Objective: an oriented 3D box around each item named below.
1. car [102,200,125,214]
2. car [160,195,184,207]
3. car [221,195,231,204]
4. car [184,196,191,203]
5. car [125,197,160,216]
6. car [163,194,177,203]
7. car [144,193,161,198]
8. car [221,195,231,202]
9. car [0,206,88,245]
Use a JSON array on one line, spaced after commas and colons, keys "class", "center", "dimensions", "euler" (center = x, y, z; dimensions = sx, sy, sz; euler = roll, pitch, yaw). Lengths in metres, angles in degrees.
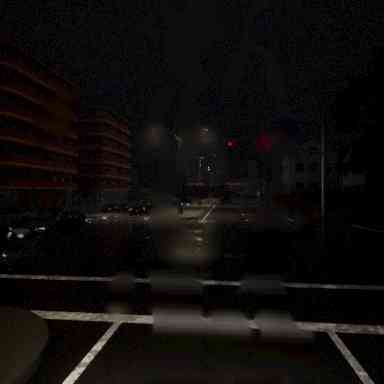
[{"class": "car", "center": [-8.104, 1.564, 35.574], "dimensions": [1.994, 1.385, 4.181], "euler": [0, 0, 6]}, {"class": "car", "center": [-2.994, 1.547, 51.033], "dimensions": [2.033, 1.411, 5.357], "euler": [0, 0, 6]}, {"class": "car", "center": [6.743, 1.504, 65.602], "dimensions": [1.837, 1.490, 4.892], "euler": [0, 0, 6]}, {"class": "car", "center": [-1.252, 1.551, 67.122], "dimensions": [2.033, 1.411, 5.357], "euler": [0, 0, 6]}, {"class": "car", "center": [-4.831, 1.505, 32.999], "dimensions": [1.837, 1.490, 4.892], "euler": [0, 0, 6]}, {"class": "car", "center": [-4.521, 1.353, 69.467], "dimensions": [2.097, 1.767, 4.553], "euler": [0, 0, 6]}, {"class": "car", "center": [-6.300, 1.223, 53.106], "dimensions": [2.150, 2.045, 5.566], "euler": [0, 0, 6]}, {"class": "car", "center": [7.679, 1.523, 75.645], "dimensions": [2.128, 1.511, 4.902], "euler": [0, 0, 6]}, {"class": "car", "center": [-6.617, 1.491, 15.744], "dimensions": [2.128, 1.511, 4.902], "euler": [0, 0, 6]}]
